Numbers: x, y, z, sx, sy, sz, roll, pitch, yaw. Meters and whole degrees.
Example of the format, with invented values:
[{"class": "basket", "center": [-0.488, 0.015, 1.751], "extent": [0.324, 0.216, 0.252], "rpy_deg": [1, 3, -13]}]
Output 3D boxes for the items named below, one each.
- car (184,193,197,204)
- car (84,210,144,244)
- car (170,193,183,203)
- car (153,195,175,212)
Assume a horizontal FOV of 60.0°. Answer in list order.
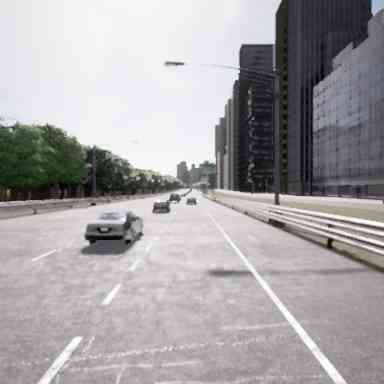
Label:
[{"class": "car", "center": [-0.093, 1.536, 64.481], "extent": [2.128, 1.511, 4.902], "rpy_deg": [0, 0, 0]}, {"class": "car", "center": [-3.508, 1.551, 15.808], "extent": [2.033, 1.411, 5.357], "rpy_deg": [0, 0, 0]}, {"class": "car", "center": [-3.745, 1.276, 72.403], "extent": [2.150, 2.045, 5.566], "rpy_deg": [0, 0, 0]}, {"class": "car", "center": [-3.570, 1.515, 39.816], "extent": [2.128, 1.511, 4.902], "rpy_deg": [0, 0, 0]}]
